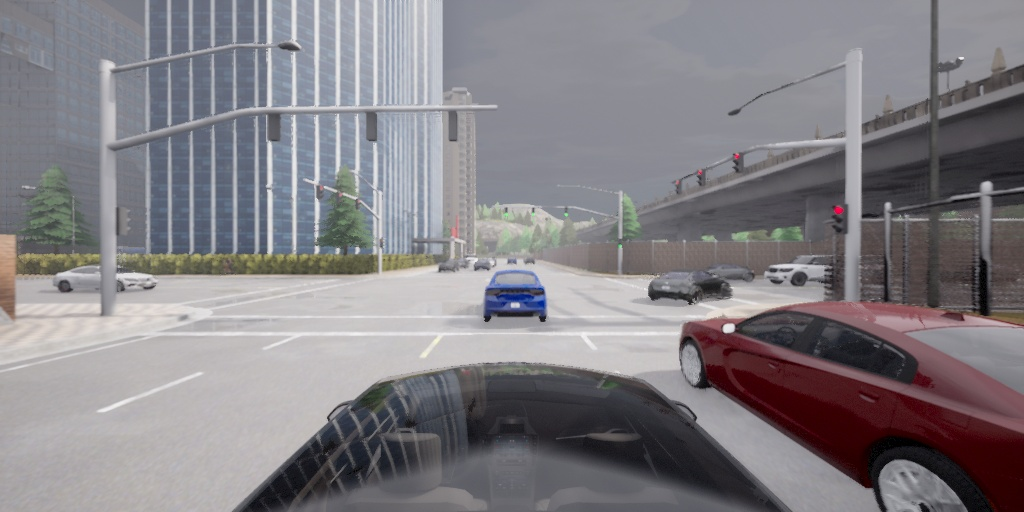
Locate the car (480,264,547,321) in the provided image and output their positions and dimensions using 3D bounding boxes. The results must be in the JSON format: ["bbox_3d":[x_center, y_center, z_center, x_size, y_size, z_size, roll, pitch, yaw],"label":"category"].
[{"bbox_3d":[0.095,1.192,12.269,1.882,1.535,5.008,0,0,0],"label":"car"}]

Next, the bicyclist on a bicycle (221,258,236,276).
[{"bbox_3d":[-25.300,0.964,31.995,0.582,1.620,1.656,0,1,0],"label":"bicyclist on a bicycle"}]

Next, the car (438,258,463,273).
[{"bbox_3d":[-7.093,1.073,40.631,1.837,1.490,4.892,0,0,0],"label":"car"}]

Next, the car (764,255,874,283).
[{"bbox_3d":[19.995,0.924,23.804,5.566,2.045,2.150,0,0,0],"label":"car"}]

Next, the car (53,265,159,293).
[{"bbox_3d":[-22.638,1.245,20.039,4.674,1.442,1.812,0,0,0],"label":"car"}]

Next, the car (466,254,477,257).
[{"bbox_3d":[-7.014,0.697,60.519,2.150,2.045,5.566,0,0,0],"label":"car"}]

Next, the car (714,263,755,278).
[{"bbox_3d":[16.016,1.250,27.300,4.181,1.385,1.994,0,0,0],"label":"car"}]

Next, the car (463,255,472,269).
[{"bbox_3d":[-7.083,1.017,49.801,2.128,1.511,4.902,0,0,0],"label":"car"}]

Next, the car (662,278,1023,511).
[{"bbox_3d":[3.599,1.218,3.755,1.882,1.535,5.008,0,0,0],"label":"car"}]

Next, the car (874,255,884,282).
[{"bbox_3d":[25.373,0.908,27.323,5.566,2.045,2.150,0,0,-1],"label":"car"}]

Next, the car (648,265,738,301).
[{"bbox_3d":[7.930,1.277,15.889,4.181,1.385,1.994,0,0,-37],"label":"car"}]

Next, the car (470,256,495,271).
[{"bbox_3d":[-3.593,1.099,44.240,2.033,1.411,5.357,0,0,0],"label":"car"}]

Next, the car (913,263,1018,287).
[{"bbox_3d":[29.764,1.304,23.825,4.718,1.301,1.895,0,0,0],"label":"car"}]

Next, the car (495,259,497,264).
[{"bbox_3d":[-3.570,1.034,53.439,1.812,1.442,4.674,0,0,0],"label":"car"}]
